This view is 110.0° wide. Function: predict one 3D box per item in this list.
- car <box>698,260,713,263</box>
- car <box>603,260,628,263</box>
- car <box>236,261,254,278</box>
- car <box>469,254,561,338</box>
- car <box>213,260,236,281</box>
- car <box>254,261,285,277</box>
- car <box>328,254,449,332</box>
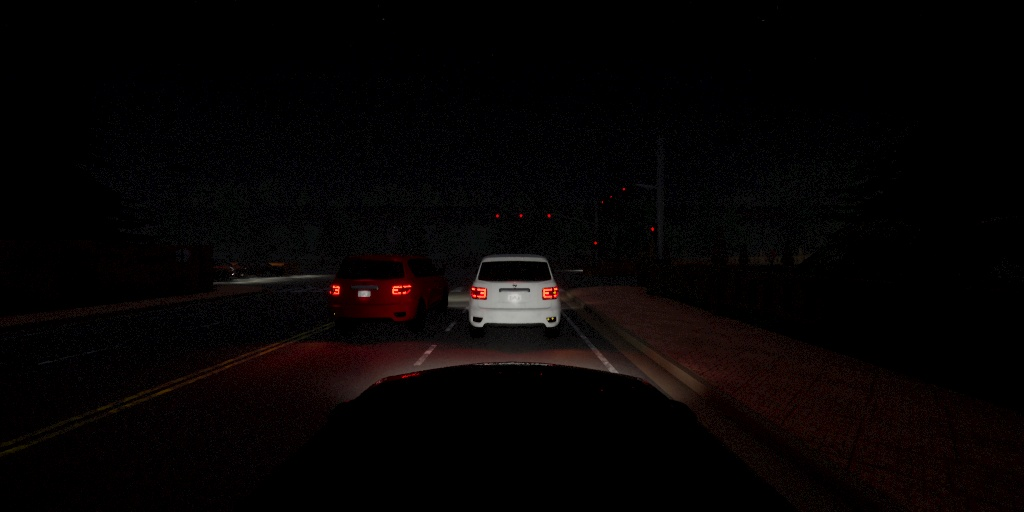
[{"bbox_3d":[26.737,1.297,48.982,5.357,1.411,2.033,0,0,0],"label":"car"},{"bbox_3d":[13.585,1.255,49.060,4.892,1.490,1.837,0,0,0],"label":"car"},{"bbox_3d":[-26.017,1.102,31.628,4.553,1.767,2.097,0,0,0],"label":"car"},{"bbox_3d":[0.079,0.971,10.322,2.150,2.045,5.566,0,0,1],"label":"car"},{"bbox_3d":[-25.077,1.228,28.119,5.008,1.535,1.882,0,0,0],"label":"car"},{"bbox_3d":[-24.955,1.228,35.119,5.008,1.535,1.882,0,0,0],"label":"car"},{"bbox_3d":[-3.420,0.971,11.003,2.150,2.045,5.566,0,0,0],"label":"car"}]
